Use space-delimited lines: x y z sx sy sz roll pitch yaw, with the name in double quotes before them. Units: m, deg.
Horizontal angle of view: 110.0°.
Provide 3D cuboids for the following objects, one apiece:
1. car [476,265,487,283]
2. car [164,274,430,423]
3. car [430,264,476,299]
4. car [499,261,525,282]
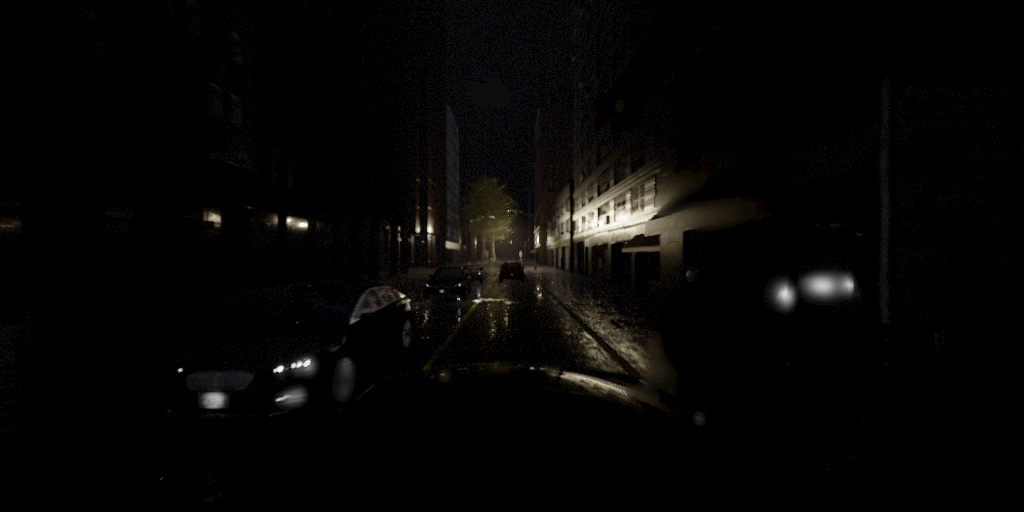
"car" -3.007 1.322 27.463 1.895 1.301 4.718 0 0 0
"car" -3.100 1.236 6.181 2.128 1.511 4.902 0 0 0
"car" -3.092 1.256 18.016 1.812 1.442 4.674 0 1 -1
"car" 0.008 1.194 28.401 1.882 1.535 5.008 0 0 0
